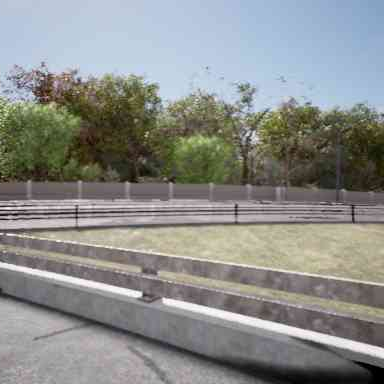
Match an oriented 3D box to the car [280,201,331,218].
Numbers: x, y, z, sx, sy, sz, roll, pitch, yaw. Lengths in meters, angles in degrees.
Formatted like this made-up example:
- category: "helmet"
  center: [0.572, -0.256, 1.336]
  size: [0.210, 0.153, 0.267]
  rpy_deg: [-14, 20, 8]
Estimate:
- category: "car"
  center: [10.770, 1.640, 31.535]
  size: [5.008, 1.535, 1.882]
  rpy_deg: [2, 0, -19]
